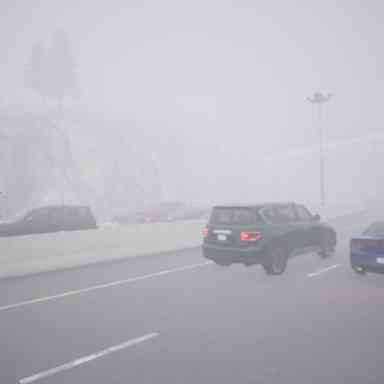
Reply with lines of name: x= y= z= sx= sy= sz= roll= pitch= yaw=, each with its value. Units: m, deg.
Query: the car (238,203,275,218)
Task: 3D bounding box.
car: x=7.161 y=1.981 z=36.503 sx=1.895 sy=1.301 sz=4.718 roll=-2 pitch=-1 yaw=40

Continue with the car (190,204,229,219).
car: x=1.970 y=2.083 z=35.878 sx=1.994 sy=1.385 sz=4.181 roll=-2 pitch=-1 yaw=41

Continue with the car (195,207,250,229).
car: x=2.431 y=1.933 z=25.778 sx=1.994 sy=1.385 sz=4.181 roll=-2 pitch=-1 yaw=43

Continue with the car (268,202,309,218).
car: x=10.066 y=1.812 z=34.518 sx=2.033 sy=1.411 sz=5.357 roll=-2 pitch=-1 yaw=40

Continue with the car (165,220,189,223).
car: x=-0.130 y=1.968 z=28.164 sx=2.128 sy=1.511 sz=4.902 roll=-2 pitch=-1 yaw=43

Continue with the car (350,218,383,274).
car: x=6.300 y=1.459 z=9.661 sx=5.008 sy=1.535 sz=1.882 roll=-1 pitch=-1 yaw=-44

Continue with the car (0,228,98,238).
car: x=-7.372 y=1.703 z=16.200 sx=5.566 sy=2.045 sz=2.150 roll=-1 pitch=-1 yaw=-43

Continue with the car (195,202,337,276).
car: x=2.754 y=1.327 z=11.049 sx=5.566 sy=2.045 sz=2.150 roll=-1 pitch=-1 yaw=-44
